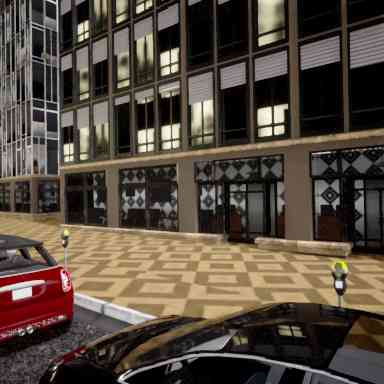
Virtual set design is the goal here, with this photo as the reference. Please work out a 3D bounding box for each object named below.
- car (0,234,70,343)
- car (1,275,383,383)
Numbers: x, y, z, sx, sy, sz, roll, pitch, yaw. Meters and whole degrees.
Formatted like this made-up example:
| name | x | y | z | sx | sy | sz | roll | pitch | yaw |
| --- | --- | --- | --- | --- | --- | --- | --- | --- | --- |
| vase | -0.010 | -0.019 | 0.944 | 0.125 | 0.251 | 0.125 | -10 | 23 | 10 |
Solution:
| name | x | y | z | sx | sy | sz | roll | pitch | yaw |
| --- | --- | --- | --- | --- | --- | --- | --- | --- | --- |
| car | -3.911 | 1.441 | 5.819 | 4.097 | 1.590 | 1.967 | 0 | -1 | 37 |
| car | 0.663 | 1.566 | 2.439 | 4.313 | 1.339 | 1.947 | 0 | -1 | 36 |
